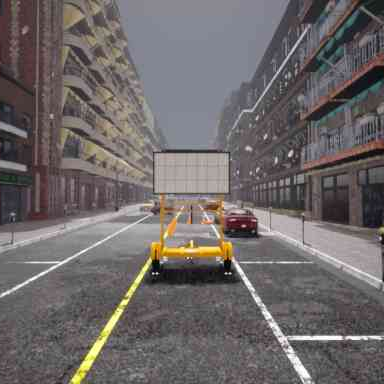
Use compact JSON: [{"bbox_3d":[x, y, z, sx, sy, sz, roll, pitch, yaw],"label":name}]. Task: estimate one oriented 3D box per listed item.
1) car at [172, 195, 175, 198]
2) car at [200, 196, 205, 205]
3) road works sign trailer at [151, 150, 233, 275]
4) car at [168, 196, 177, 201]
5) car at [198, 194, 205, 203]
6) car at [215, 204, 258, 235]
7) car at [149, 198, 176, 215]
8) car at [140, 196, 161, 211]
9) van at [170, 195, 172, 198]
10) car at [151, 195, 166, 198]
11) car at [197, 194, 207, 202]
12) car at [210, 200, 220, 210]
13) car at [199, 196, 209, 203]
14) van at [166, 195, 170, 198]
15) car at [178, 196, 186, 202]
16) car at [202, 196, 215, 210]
[{"bbox_3d":[-5.293,1.501,74.187,2.192,1.841,5.009,1,0,0],"label":"car"},{"bbox_3d":[2.583,1.635,46.472,2.008,1.369,4.403,1,0,0],"label":"car"},{"bbox_3d":[-0.010,0.473,10.490,2.380,3.560,2.880,0,0,0],"label":"road works sign trailer"},{"bbox_3d":[-5.300,1.830,90.778,1.947,1.339,4.313,1,0,0],"label":"car"},{"bbox_3d":[2.583,1.684,63.064,1.887,1.381,4.507,1,0,0],"label":"car"},{"bbox_3d":[2.584,1.565,18.818,1.887,1.381,4.507,1,0,0],"label":"car"},{"bbox_3d":[-2.850,1.614,33.911,1.994,1.385,4.181,0,0,0],"label":"car"},{"bbox_3d":[-5.296,1.594,40.833,1.752,1.417,4.829,2,0,0],"label":"car"},{"bbox_3d":[-5.293,1.481,63.126,1.690,1.788,3.998,1,0,0],"label":"van"},{"bbox_3d":[-5.291,1.399,46.535,2.192,1.841,5.009,2,0,0],"label":"car"},{"bbox_3d":[2.553,1.551,85.188,2.192,1.841,5.009,1,0,0],"label":"car"},{"bbox_3d":[2.585,1.555,24.520,1.752,1.417,4.829,1,0,0],"label":"car"},{"bbox_3d":[2.592,1.626,74.126,1.967,1.590,4.097,1,0,0],"label":"car"},{"bbox_3d":[-5.292,1.460,57.594,1.690,1.788,3.998,2,0,0],"label":"van"},{"bbox_3d":[-2.752,1.744,88.169,2.128,1.511,4.902,0,0,0],"label":"car"},{"bbox_3d":[2.583,1.614,40.940,1.887,1.381,4.507,1,0,0],"label":"car"}]
